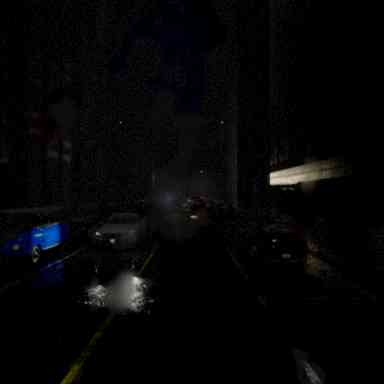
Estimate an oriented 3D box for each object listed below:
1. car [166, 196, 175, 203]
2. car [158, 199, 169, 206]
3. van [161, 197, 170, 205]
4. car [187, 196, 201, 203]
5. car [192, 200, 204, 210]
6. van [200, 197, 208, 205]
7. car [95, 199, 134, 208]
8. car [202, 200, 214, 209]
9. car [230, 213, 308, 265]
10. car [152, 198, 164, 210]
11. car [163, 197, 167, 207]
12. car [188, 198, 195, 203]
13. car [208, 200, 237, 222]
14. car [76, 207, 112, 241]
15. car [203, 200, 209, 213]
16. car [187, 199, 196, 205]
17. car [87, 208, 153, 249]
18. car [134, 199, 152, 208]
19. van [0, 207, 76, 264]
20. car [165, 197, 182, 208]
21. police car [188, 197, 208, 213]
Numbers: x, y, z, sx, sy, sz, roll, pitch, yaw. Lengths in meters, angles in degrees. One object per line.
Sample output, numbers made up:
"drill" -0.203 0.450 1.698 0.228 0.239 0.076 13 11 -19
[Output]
"car" -5.858 2.152 90.863 2.192 1.841 5.009 0 -1 0
"car" -5.835 2.152 68.128 1.752 1.417 4.829 0 -1 0
"van" -5.841 2.021 73.940 1.690 1.788 3.998 0 -1 0
"car" 0.642 1.758 58.502 2.150 2.045 5.566 0 -1 -2
"car" 0.847 2.007 52.491 1.812 1.442 4.674 0 -1 0
"van" 2.684 2.020 73.953 1.690 1.788 3.998 0 -1 0
"car" -5.790 1.525 23.176 2.192 1.841 5.009 0 -1 0
"car" 2.702 2.067 57.030 1.887 1.381 4.507 0 -1 0
"car" 2.748 1.657 11.908 2.008 1.369 4.403 0 -1 0
"car" -5.817 2.037 51.376 1.947 1.339 4.313 0 -1 0
"car" -5.829 2.127 62.657 2.008 1.369 4.403 0 -1 0
"car" -0.092 2.343 90.995 1.895 1.301 4.718 0 -1 0
"car" 2.730 1.701 28.829 1.967 1.590 4.097 0 -1 0
"car" -5.783 1.709 17.533 2.008 1.369 4.403 0 -1 0
"car" 2.719 1.932 40.109 1.947 1.339 4.313 0 -1 0
"car" -0.076 2.280 75.636 1.895 1.301 4.718 0 -1 0
"car" -3.116 1.664 15.383 1.812 1.442 4.674 0 -1 0
"car" -5.801 1.629 34.457 2.192 1.841 5.009 0 -1 0
"van" -5.778 1.448 11.895 1.690 1.788 3.998 0 -1 0
"car" -3.118 2.087 57.110 1.994 1.385 4.181 0 0 0
"police car" 0.800 1.814 42.593 1.930 1.638 5.238 0 -1 -1
